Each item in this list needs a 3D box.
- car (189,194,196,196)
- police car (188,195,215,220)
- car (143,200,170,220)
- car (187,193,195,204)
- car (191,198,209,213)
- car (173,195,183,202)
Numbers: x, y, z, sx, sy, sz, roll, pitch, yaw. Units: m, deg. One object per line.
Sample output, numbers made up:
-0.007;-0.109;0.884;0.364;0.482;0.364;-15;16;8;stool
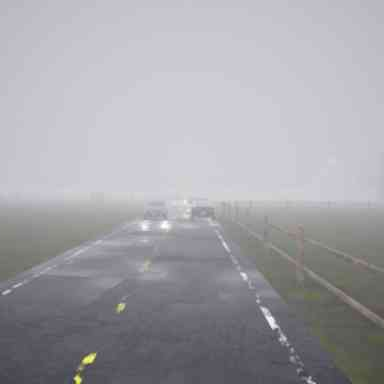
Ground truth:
0.820;1.387;42.817;1.812;1.442;4.674;0;0;0;car
0.821;1.339;26.927;1.930;1.638;5.238;0;0;0;police car
-2.849;1.418;27.342;1.837;1.490;4.892;0;0;0;car
-0.006;1.351;60.018;2.033;1.411;5.357;0;0;0;car
0.820;1.407;36.817;1.812;1.442;4.674;0;0;0;car
-2.758;1.321;68.437;2.033;1.411;5.357;0;0;0;car
